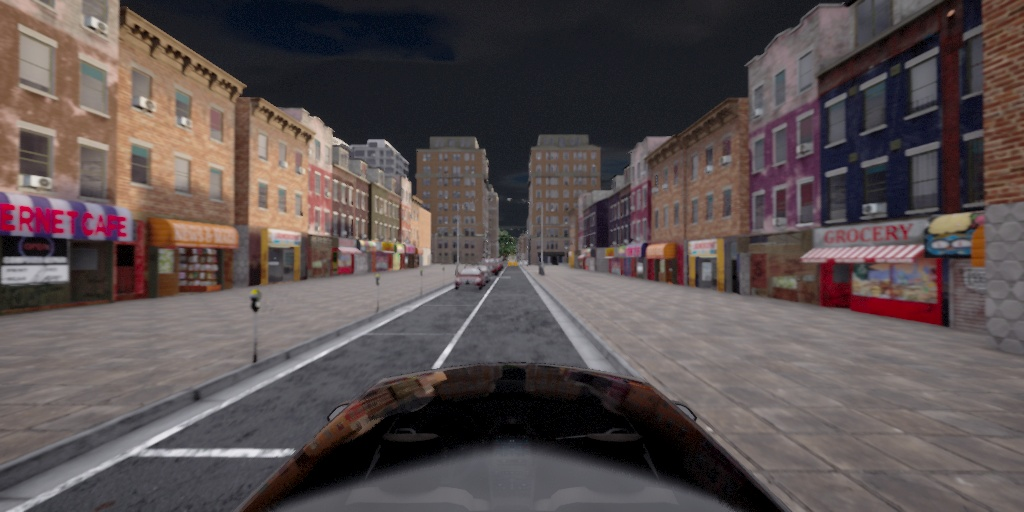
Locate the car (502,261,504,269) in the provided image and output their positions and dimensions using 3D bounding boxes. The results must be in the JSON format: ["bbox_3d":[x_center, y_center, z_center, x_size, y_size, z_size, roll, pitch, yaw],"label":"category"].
[{"bbox_3d":[-2.540,1.223,51.098,2.192,1.841,5.009,0,0,0],"label":"car"}]

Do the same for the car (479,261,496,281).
[{"bbox_3d":[-2.586,1.366,28.645,2.007,1.370,4.403,0,0,0],"label":"car"}]

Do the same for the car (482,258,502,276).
[{"bbox_3d":[-2.563,1.173,39.871,2.192,1.841,5.009,0,0,0],"label":"car"}]

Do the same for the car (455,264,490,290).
[{"bbox_3d":[-2.598,1.380,23.031,1.802,1.307,4.207,0,0,0],"label":"car"}]
